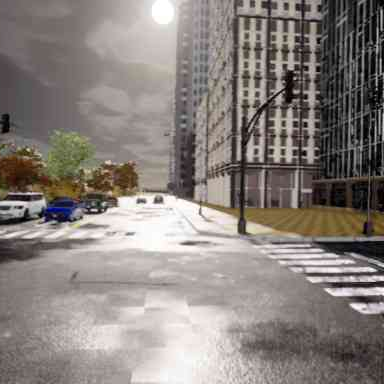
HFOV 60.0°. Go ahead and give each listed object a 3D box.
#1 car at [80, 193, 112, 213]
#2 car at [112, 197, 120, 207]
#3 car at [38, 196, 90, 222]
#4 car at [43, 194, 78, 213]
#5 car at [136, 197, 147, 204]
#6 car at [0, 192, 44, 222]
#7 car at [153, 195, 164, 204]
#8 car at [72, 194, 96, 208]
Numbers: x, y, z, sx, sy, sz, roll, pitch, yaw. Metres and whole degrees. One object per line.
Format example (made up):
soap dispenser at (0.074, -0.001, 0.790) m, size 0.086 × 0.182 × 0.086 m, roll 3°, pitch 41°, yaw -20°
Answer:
car at (-10.423, 1.111, 35.614) m, size 2.150 × 2.045 × 5.566 m, roll 1°, pitch 0°, yaw -4°
car at (-11.535, 1.430, 48.048) m, size 1.812 × 1.442 × 4.674 m, roll 1°, pitch 0°, yaw -5°
car at (-9.465, 1.357, 25.013) m, size 1.882 × 1.535 × 5.008 m, roll 1°, pitch 0°, yaw -4°
car at (-13.613, 1.178, 34.763) m, size 2.097 × 1.767 × 4.553 m, roll 1°, pitch 0°, yaw -5°
car at (-9.698, 1.592, 64.240) m, size 1.895 × 1.301 × 4.718 m, roll 1°, pitch 0°, yaw -5°
car at (-12.720, 1.037, 24.876) m, size 2.150 × 2.045 × 5.566 m, roll 1°, pitch 0°, yaw -5°
car at (-6.501, 1.407, 65.000) m, size 2.097 × 1.767 × 4.553 m, roll 1°, pitch 0°, yaw -5°
car at (-14.524, 1.190, 44.995) m, size 2.097 × 1.767 × 4.553 m, roll 1°, pitch 0°, yaw -5°
